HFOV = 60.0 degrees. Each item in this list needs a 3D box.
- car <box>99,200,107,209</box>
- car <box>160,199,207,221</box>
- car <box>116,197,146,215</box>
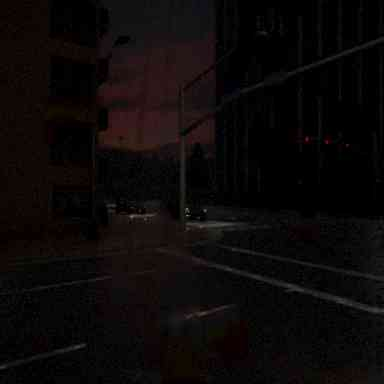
[{"bbox_3d":[-13.045,1.623,44.496,1.895,1.301,4.718,0,0,-34],"label":"car"},{"bbox_3d":[-0.760,1.373,26.767,2.097,1.767,4.553,0,0,-34],"label":"car"},{"bbox_3d":[-6.544,1.547,35.102,1.812,1.442,4.674,0,0,-35],"label":"car"}]
